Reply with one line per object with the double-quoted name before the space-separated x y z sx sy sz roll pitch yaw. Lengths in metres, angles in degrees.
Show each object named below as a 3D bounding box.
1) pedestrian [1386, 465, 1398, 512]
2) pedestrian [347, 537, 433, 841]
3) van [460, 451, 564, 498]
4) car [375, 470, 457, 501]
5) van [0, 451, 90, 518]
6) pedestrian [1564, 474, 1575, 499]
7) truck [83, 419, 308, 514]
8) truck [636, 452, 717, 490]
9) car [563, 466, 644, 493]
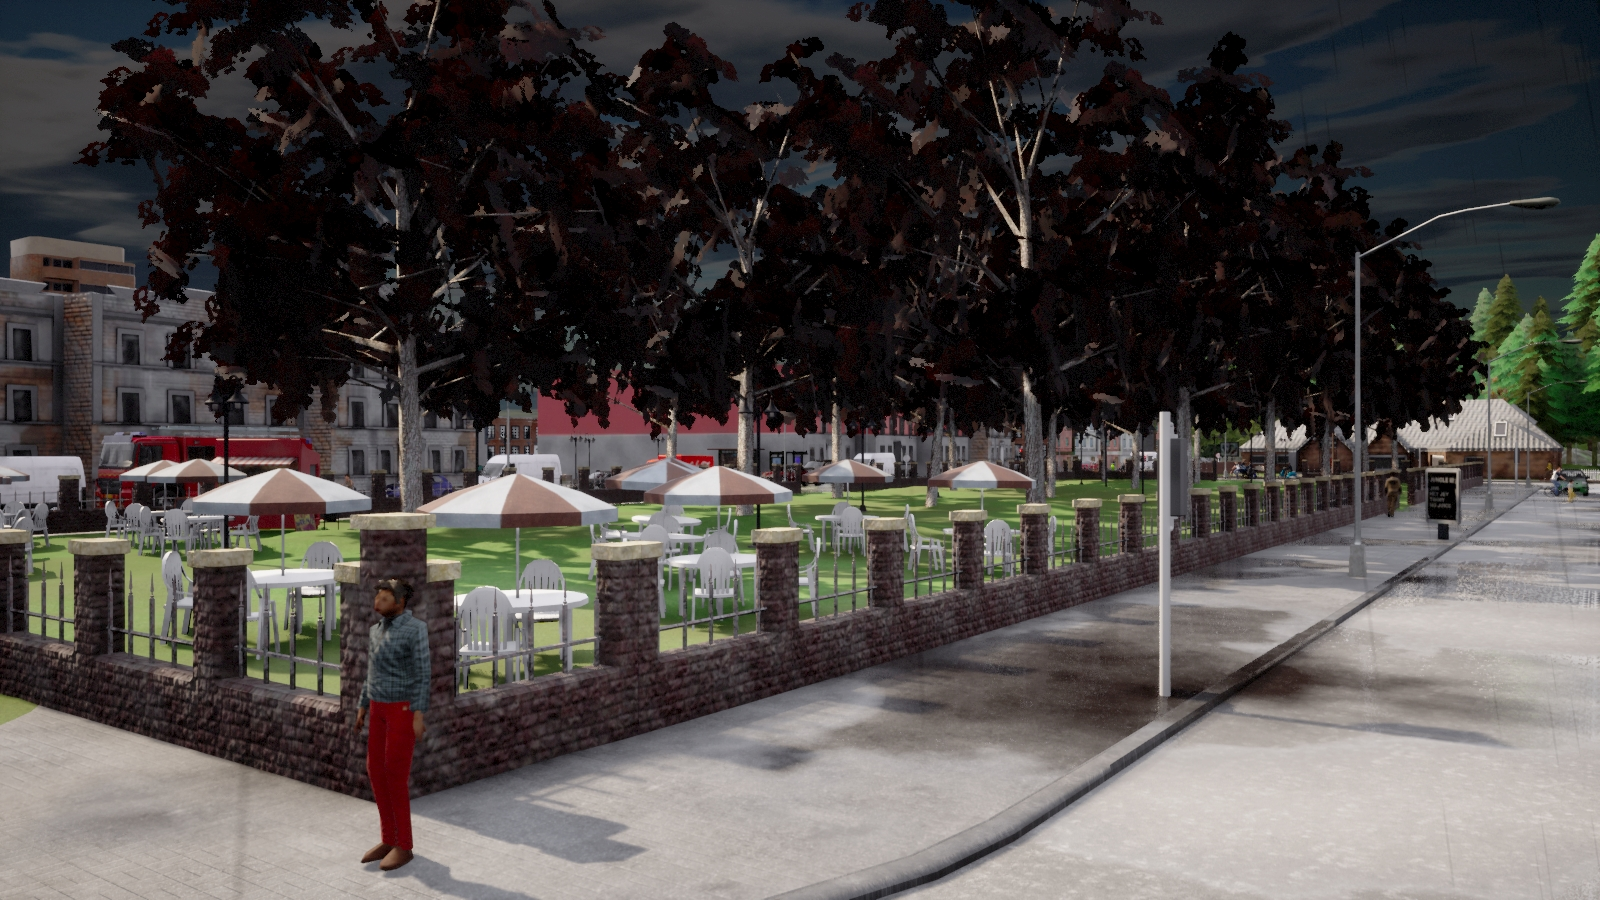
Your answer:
"pedestrian" 23.510 1.525 45.401 0.375 1.860 0.375 0 0 35
"pedestrian" -2.655 1.517 7.406 0.375 1.860 0.375 0 0 36
"van" -16.329 1.314 65.083 1.988 2.561 5.915 0 0 35
"car" -20.045 1.818 59.739 1.845 1.501 3.633 0 0 35
"van" -31.021 1.314 44.007 1.988 2.561 5.915 0 0 35
"pedestrian" 40.515 1.908 60.146 0.375 1.300 0.375 0 0 -34
"truck" -26.598 0.670 50.778 2.891 3.827 8.468 0 0 35
"truck" -8.233 1.348 76.671 2.627 2.467 5.204 0 0 35
"car" -12.166 1.814 71.050 2.097 1.535 5.006 0 0 35
